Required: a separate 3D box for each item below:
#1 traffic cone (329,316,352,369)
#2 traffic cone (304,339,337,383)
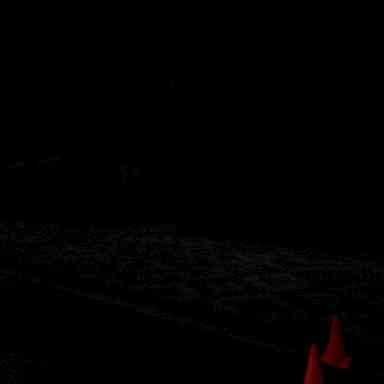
[{"bbox_3d":[1.917,1.958,4.448,0.340,0.580,0.340,0,0,36],"label":"traffic cone"},{"bbox_3d":[1.334,1.957,3.634,0.340,0.580,0.340,0,0,36],"label":"traffic cone"}]
